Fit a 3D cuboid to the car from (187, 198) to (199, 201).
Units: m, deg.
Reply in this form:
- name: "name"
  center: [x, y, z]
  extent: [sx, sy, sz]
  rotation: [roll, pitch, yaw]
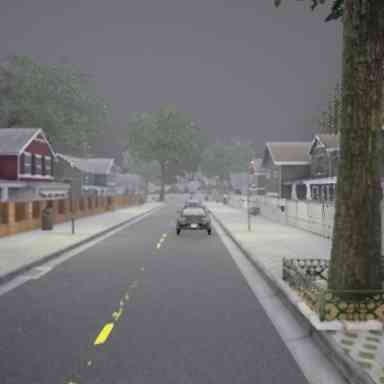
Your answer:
- name: "car"
  center: [0.094, 1.461, 38.623]
  extent: [1.812, 1.442, 4.674]
  rotation: [0, 0, 0]

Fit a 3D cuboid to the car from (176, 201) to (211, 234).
- name: "car"
  center: [0.095, 1.480, 18.687]
  extent: [1.812, 1.442, 4.674]
  rotation: [0, 0, 0]
